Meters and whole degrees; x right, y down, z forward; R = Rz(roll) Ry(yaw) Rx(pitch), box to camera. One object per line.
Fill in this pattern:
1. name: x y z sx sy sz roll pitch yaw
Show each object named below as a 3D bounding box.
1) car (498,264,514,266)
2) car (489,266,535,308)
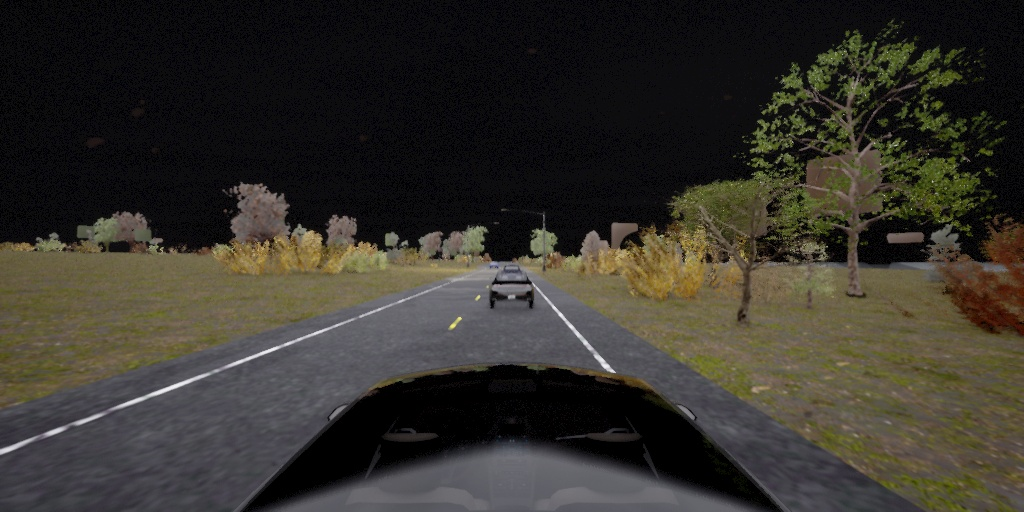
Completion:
1. car: -0.022 1.546 31.141 1.837 1.490 4.892 0 0 0
2. car: -0.009 1.382 16.152 2.128 1.511 4.902 0 0 0
